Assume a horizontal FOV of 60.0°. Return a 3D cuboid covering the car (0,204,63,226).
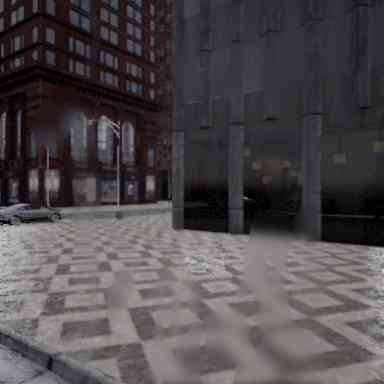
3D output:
[{"bbox_3d":[-10.937,1.473,22.435,1.994,1.385,4.181,0,0,35],"label":"car"}]
